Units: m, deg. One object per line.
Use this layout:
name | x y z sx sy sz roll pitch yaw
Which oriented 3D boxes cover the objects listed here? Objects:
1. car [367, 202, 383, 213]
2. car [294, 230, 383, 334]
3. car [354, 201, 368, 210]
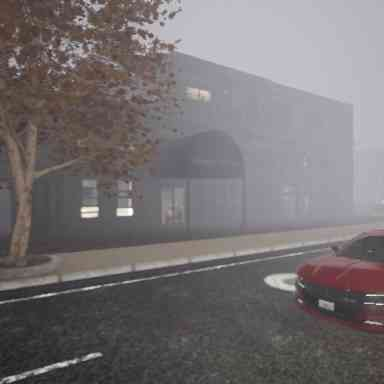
car | 25.753 2.150 43.096 1.947 1.339 4.313 -1 0 -36
car | 4.133 1.529 6.705 5.008 1.535 1.882 1 0 -36
car | 27.701 2.211 54.847 2.008 1.369 4.403 -1 0 -36
